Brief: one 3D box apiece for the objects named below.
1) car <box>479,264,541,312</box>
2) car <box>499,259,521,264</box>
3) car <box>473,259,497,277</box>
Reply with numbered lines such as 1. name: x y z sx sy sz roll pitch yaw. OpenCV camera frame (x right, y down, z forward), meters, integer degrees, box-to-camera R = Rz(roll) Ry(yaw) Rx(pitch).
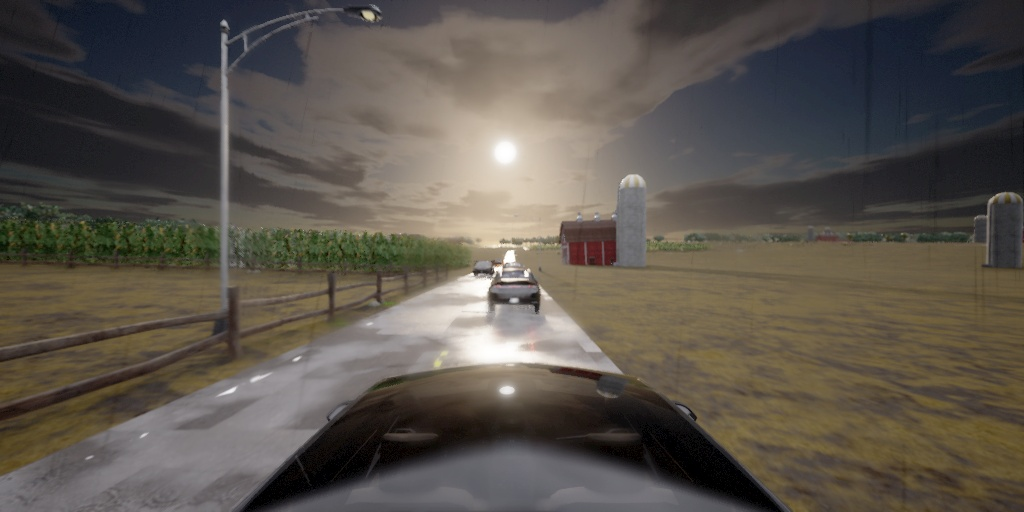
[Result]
1. car: 0.091 1.221 14.009 2.128 1.511 4.902 0 0 0
2. car: 0.091 1.226 30.908 1.882 1.535 5.008 0 0 0
3. car: -2.849 1.239 36.412 1.882 1.535 5.008 0 0 0
